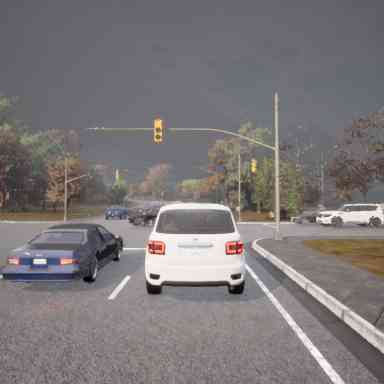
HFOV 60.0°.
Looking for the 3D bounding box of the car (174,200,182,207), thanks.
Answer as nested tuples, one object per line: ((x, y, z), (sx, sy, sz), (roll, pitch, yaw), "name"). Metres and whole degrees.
((-3.661, 3.077, 87.387), (1.882, 1.535, 5.008), (0, 0, -3), "car")

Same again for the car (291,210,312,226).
((12.201, 2.481, 32.594), (4.902, 1.511, 2.128), (0, -3, -2), "car")

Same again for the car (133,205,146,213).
((-10.562, 3.468, 67.671), (1.895, 1.301, 4.718), (0, 0, 0), "car")

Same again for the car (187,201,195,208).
((-0.185, 3.271, 87.743), (1.837, 1.490, 4.892), (0, 0, -3), "car")

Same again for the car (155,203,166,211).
((-7.058, 3.367, 75.885), (2.033, 1.411, 5.357), (0, 0, 0), "car")

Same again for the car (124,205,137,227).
((-2.680, 2.058, 29.154), (5.566, 2.045, 2.150), (0, -3, 2), "car")

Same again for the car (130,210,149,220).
((-7.122, 3.135, 45.738), (1.895, 1.301, 4.718), (0, -2, -1), "car")

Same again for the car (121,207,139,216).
((-10.622, 3.359, 57.388), (2.033, 1.411, 5.357), (0, -1, 1), "car")

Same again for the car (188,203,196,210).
((-0.060, 3.318, 77.591), (1.837, 1.490, 4.892), (0, 0, 0), "car")

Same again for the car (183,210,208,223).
((0.333, 2.862, 39.554), (1.994, 1.385, 4.181), (0, -2, -13), "car")

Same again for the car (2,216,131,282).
((-3.425, 1.662, 9.977), (2.033, 1.411, 5.357), (0, -1, 0), "car")

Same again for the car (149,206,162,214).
((-7.090, 3.469, 65.187), (1.895, 1.301, 4.718), (0, 0, 0), "car")

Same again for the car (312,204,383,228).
((13.904, 2.059, 29.163), (5.566, 2.045, 2.150), (0, -2, -2), "car")

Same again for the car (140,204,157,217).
((-7.133, 2.997, 55.266), (2.150, 2.045, 5.566), (0, -1, 0), "car")

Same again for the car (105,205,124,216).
((-10.644, 2.800, 47.095), (2.150, 2.045, 5.566), (0, -2, -2), "car")

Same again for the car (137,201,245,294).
((0.076, 1.318, 9.125), (2.150, 2.045, 5.566), (0, -1, 0), "car")
